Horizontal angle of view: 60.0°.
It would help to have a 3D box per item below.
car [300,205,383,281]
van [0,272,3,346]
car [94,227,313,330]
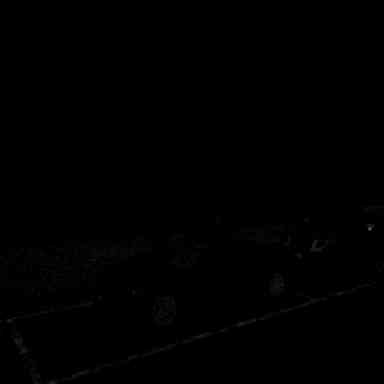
[{"bbox_3d":[4.847,1.362,10.210,5.009,1.841,2.192,0,0,-35],"label":"car"},{"bbox_3d":[-4.311,1.333,3.679,3.998,1.788,1.690,0,0,-35],"label":"van"},{"bbox_3d":[0.266,1.564,6.945,4.507,1.381,1.887,0,0,-35],"label":"car"}]
